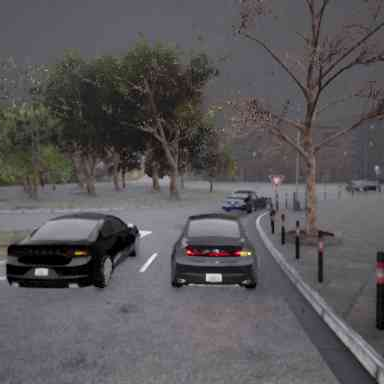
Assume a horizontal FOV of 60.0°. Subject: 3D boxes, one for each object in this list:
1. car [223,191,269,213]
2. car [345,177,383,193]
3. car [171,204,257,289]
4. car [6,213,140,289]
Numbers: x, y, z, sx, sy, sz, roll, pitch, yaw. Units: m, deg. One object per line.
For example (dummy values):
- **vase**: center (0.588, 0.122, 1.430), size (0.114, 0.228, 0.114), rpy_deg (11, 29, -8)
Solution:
- **car**: center (3.943, 0.619, 23.771), size (2.033, 1.411, 5.357), rpy_deg (2, 4, 30)
- **car**: center (21.675, -0.737, 42.003), size (4.902, 1.511, 2.128), rpy_deg (-2, 4, -23)
- **car**: center (0.551, 1.312, 8.705), size (1.837, 1.490, 4.892), rpy_deg (0, 1, 3)
- **car**: center (-2.706, 1.277, 8.750), size (1.882, 1.535, 5.008), rpy_deg (0, 2, 3)
